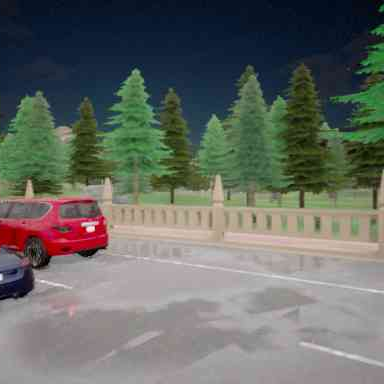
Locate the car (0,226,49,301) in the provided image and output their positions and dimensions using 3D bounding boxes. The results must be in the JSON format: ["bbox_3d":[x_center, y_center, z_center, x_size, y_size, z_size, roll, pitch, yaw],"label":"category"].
[{"bbox_3d":[-5.322,1.553,7.101,4.181,1.385,1.994,0,0,31],"label":"car"}]

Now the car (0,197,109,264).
[{"bbox_3d":[-5.342,1.197,11.195,5.566,2.045,2.150,0,0,30],"label":"car"}]
